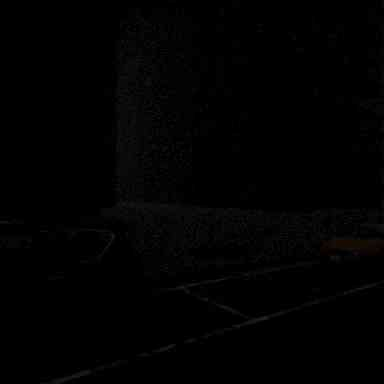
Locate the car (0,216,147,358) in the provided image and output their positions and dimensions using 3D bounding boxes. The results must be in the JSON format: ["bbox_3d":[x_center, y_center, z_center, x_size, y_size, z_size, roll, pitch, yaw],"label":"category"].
[{"bbox_3d":[-3.024,1.315,4.492,5.009,1.841,2.192,1,0,-36],"label":"car"}]

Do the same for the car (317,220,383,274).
[{"bbox_3d":[6.076,1.634,10.992,4.829,1.417,1.752,1,0,-36],"label":"car"}]
